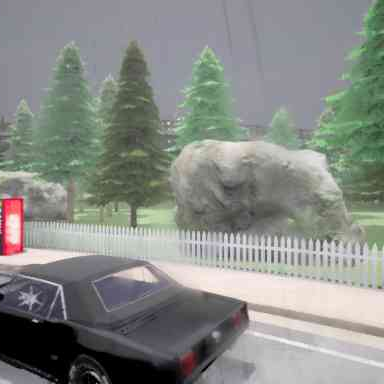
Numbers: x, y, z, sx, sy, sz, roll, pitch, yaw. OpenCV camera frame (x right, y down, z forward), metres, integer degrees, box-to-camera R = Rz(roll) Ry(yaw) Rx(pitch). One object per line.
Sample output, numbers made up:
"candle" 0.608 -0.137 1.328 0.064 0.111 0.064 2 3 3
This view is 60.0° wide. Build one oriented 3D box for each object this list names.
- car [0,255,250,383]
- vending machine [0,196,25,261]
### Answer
"car" -1.719 1.601 4.700 4.718 1.301 1.895 0 0 30
"vending machine" -6.510 1.195 11.400 0.880 2.100 1.100 0 0 21
